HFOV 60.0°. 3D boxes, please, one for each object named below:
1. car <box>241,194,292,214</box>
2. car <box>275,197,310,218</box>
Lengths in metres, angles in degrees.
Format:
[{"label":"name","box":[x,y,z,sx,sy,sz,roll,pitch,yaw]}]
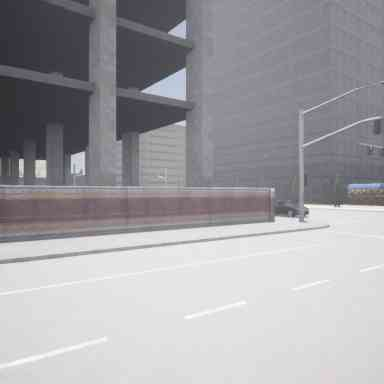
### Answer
[{"label":"car","box":[8.195,1.221,37.309,2.150,2.045,5.566,0,0,-36]},{"label":"car","box":[8.522,1.505,30.851,1.837,1.490,4.892,0,0,-35]}]
